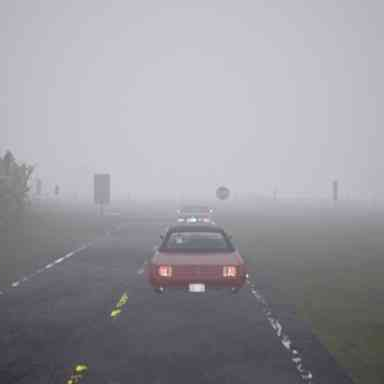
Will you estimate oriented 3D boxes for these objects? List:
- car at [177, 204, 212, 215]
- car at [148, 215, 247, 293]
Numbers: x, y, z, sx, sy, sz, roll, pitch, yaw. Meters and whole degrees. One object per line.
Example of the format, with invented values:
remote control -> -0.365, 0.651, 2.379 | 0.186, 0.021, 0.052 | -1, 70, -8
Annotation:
car -> 0.132, 1.334, 18.150 | 2.033, 1.411, 5.357 | 0, 1, 1
car -> 0.102, 1.500, 8.506 | 1.895, 1.301, 4.718 | 0, 1, 0
